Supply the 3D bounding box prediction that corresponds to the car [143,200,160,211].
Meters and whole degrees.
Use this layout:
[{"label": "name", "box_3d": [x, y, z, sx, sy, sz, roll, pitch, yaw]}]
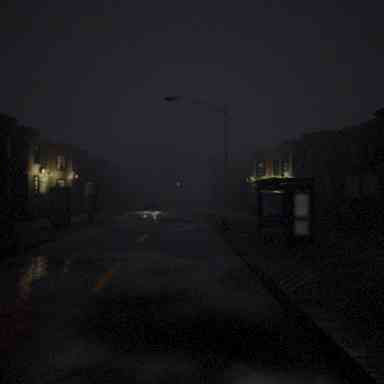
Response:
[{"label": "car", "box_3d": [-5.114, 1.713, 42.896, 2.033, 1.411, 5.357, 0, 0, -1]}]
